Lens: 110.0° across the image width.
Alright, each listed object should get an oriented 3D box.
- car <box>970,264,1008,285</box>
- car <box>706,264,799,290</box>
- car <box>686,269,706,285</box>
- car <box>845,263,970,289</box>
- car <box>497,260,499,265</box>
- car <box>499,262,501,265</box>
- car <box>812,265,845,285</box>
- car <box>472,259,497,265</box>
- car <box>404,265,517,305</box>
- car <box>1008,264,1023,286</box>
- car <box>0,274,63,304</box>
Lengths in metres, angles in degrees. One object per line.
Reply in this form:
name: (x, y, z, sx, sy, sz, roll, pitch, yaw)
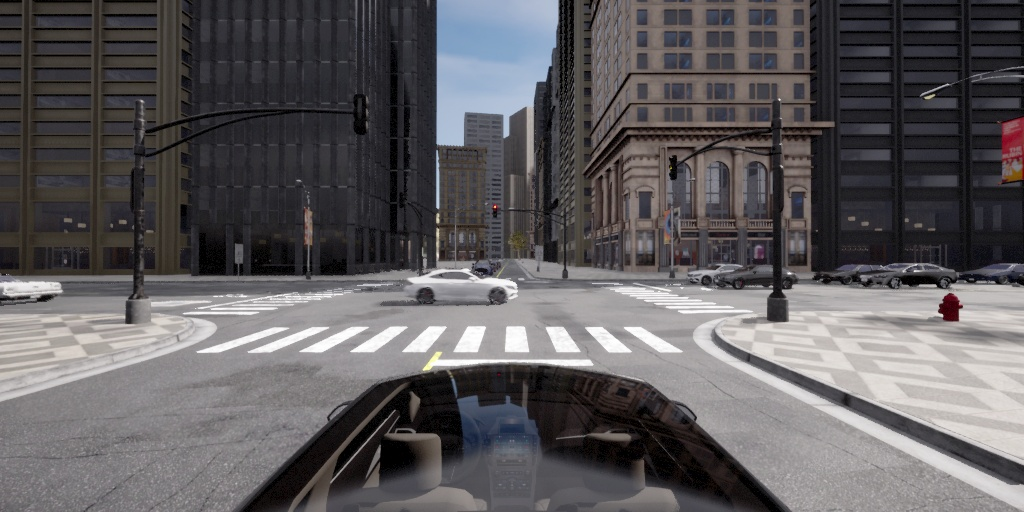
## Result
car: (34.647, 1.238, 24.990, 5.357, 1.411, 2.033, 0, 0, -1)
car: (14.702, 1.240, 21.716, 4.674, 1.442, 1.812, 0, 0, -1)
car: (14.637, 1.265, 24.977, 4.674, 1.442, 1.812, 0, 0, 0)
car: (23.812, 1.183, 21.730, 4.902, 1.511, 2.128, 0, 0, 0)
car: (-3.058, 1.378, 46.399, 1.994, 1.385, 4.181, 0, 0, 0)
car: (-3.054, 1.401, 55.430, 1.994, 1.385, 4.181, 0, 0, 0)
car: (24.219, 1.262, 24.982, 5.357, 1.411, 2.033, 0, 0, 0)
car: (-3.048, 1.146, 37.627, 2.097, 1.767, 4.553, 0, 0, 0)
car: (-2.115, 1.239, 15.007, 4.674, 1.442, 1.812, 0, 0, 0)
car: (33.684, 1.232, 21.732, 4.181, 1.385, 1.994, 0, 0, 0)
car: (-22.114, 1.388, 14.990, 4.718, 1.301, 1.895, 0, 0, 0)
